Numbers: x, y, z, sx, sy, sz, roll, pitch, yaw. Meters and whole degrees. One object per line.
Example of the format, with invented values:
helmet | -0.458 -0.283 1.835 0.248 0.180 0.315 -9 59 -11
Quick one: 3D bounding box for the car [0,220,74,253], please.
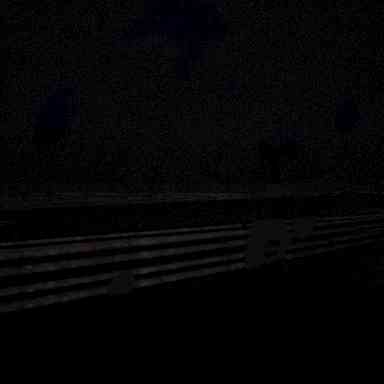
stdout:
car | -7.973 2.072 15.300 4.892 1.490 1.837 -2 1 -21
